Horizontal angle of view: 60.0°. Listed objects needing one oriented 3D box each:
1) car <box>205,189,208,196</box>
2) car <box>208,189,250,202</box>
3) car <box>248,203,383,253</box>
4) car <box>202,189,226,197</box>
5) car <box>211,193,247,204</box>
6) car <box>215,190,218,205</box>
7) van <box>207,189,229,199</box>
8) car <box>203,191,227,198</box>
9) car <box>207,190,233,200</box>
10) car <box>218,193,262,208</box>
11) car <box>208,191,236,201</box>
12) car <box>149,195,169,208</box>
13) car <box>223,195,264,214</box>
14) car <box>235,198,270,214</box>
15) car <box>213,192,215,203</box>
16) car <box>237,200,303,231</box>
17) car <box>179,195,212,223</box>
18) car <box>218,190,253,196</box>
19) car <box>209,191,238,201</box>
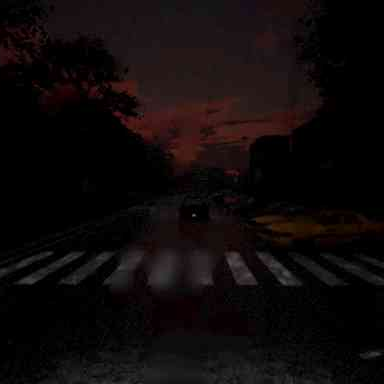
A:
[{"bbox_3d":[5.472,0.629,52.012,5.566,2.045,2.435,1,1,-20],"label":"car"},{"bbox_3d":[5.426,0.731,42.996,5.566,2.045,2.435,1,1,-20],"label":"car"},{"bbox_3d":[5.138,1.360,12.947,5.366,1.575,1.946,1,1,-20],"label":"car"},{"bbox_3d":[5.669,0.308,85.083,5.566,2.045,2.435,1,0,-20],"label":"car"},{"bbox_3d":[5.447,0.943,49.014,4.792,1.488,2.163,1,1,-20],"label":"car"},{"bbox_3d":[5.432,0.928,37.023,4.553,1.767,2.185,1,1,-20],"label":"car"},{"bbox_3d":[5.724,0.448,73.091,4.442,1.987,1.878,1,0,-20],"label":"van"},{"bbox_3d":[5.457,0.611,78.993,5.366,1.575,1.946,1,1,-20],"label":"car"},{"bbox_3d":[5.620,0.604,67.044,4.553,1.767,2.185,1,1,-20],"label":"car"},{"bbox_3d":[5.339,1.157,31.004,4.792,1.488,2.163,1,1,-20],"label":"car"},{"bbox_3d":[5.521,0.662,61.028,4.553,1.767,2.185,1,0,-20],"label":"car"},{"bbox_3d":[-3.899,1.058,40.059,1.812,1.442,4.674,0,1,0],"label":"car"},{"bbox_3d":[5.355,1.207,28.013,4.674,1.452,2.002,0,1,-20],"label":"car"},{"bbox_3d":[5.330,1.287,19.013,4.892,1.521,2.231,1,1,-20],"label":"car"},{"bbox_3d":[5.414,1.057,40.021,4.674,1.452,2.002,1,0,-20],"label":"car"},{"bbox_3d":[5.142,1.321,15.949,5.366,1.575,1.946,0,1,-20],"label":"car"},{"bbox_3d":[0.131,1.227,22.842,1.882,1.535,5.008,0,1,0],"label":"car"},{"bbox_3d":[5.415,0.965,34.022,4.553,1.767,2.185,1,1,-20],"label":"car"},{"bbox_3d":[5.502,0.692,58.027,4.553,1.767,2.185,1,0,-20],"label":"car"}]
